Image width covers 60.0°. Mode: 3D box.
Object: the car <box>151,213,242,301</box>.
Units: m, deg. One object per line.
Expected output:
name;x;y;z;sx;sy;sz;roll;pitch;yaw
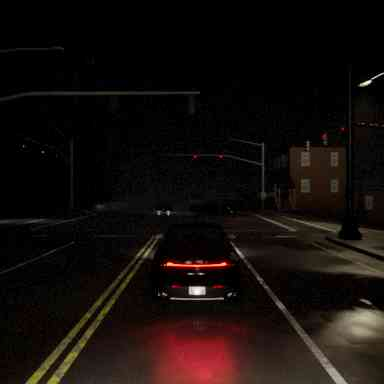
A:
car;0.088;1.504;8.325;1.837;1.490;4.892;0;0;0

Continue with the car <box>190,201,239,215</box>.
car;2.021;1.522;31.985;4.718;1.301;1.895;0;0;42

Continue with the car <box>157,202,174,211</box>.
car;-3.662;2.053;45.623;2.033;1.411;5.357;0;-4;0

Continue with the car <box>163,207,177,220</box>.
car;-3.675;3.613;55.725;2.033;1.411;5.357;0;-12;0
